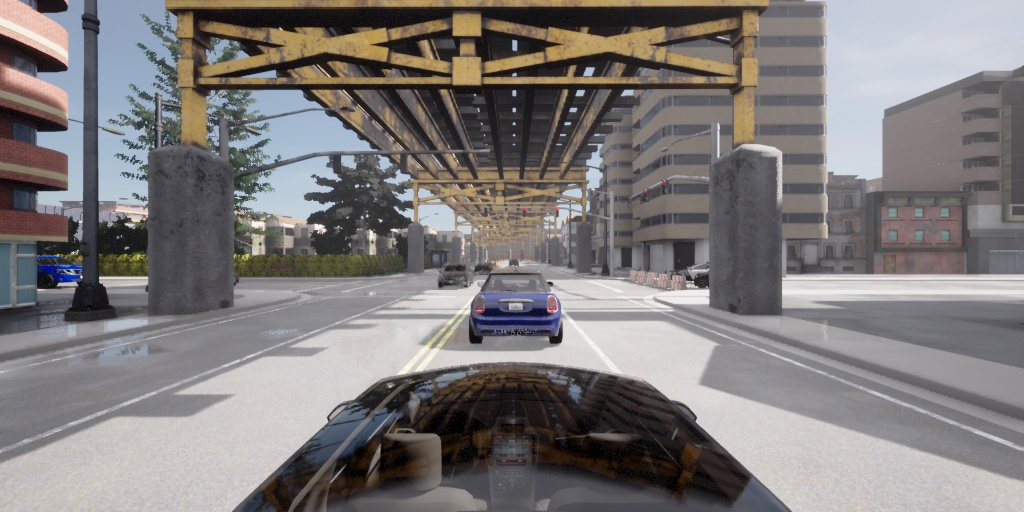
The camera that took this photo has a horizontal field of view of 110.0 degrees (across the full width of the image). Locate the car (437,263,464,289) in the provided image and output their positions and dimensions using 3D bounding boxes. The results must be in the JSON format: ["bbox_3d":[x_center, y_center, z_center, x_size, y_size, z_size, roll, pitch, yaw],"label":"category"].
[{"bbox_3d":[-3.526,1.255,23.185,1.837,1.490,4.892,0,0,0],"label":"car"}]

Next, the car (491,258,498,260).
[{"bbox_3d":[-3.280,1.131,63.426,2.097,1.767,4.553,0,0,0],"label":"car"}]

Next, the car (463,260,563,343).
[{"bbox_3d":[0.102,1.102,9.794,2.097,1.767,4.553,0,0,1],"label":"car"}]

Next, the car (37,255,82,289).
[{"bbox_3d":[-29.647,0.971,22.512,5.566,2.045,2.150,0,0,0],"label":"car"}]

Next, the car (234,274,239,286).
[{"bbox_3d":[-19.785,1.276,22.452,4.674,1.442,1.812,0,0,0],"label":"car"}]
